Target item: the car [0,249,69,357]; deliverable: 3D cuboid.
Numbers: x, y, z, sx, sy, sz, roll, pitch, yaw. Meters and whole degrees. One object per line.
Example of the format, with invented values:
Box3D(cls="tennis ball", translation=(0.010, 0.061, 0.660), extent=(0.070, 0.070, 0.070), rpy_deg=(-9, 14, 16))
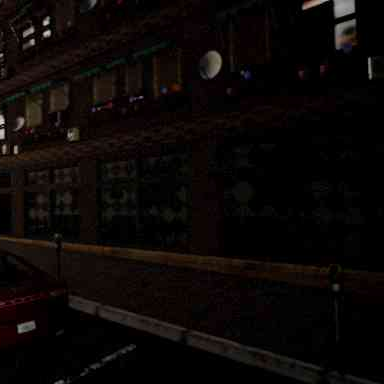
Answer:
Box3D(cls="car", translation=(-3.911, 1.600, 5.531), extent=(4.507, 1.381, 1.887), rpy_deg=(-1, -2, 36))
